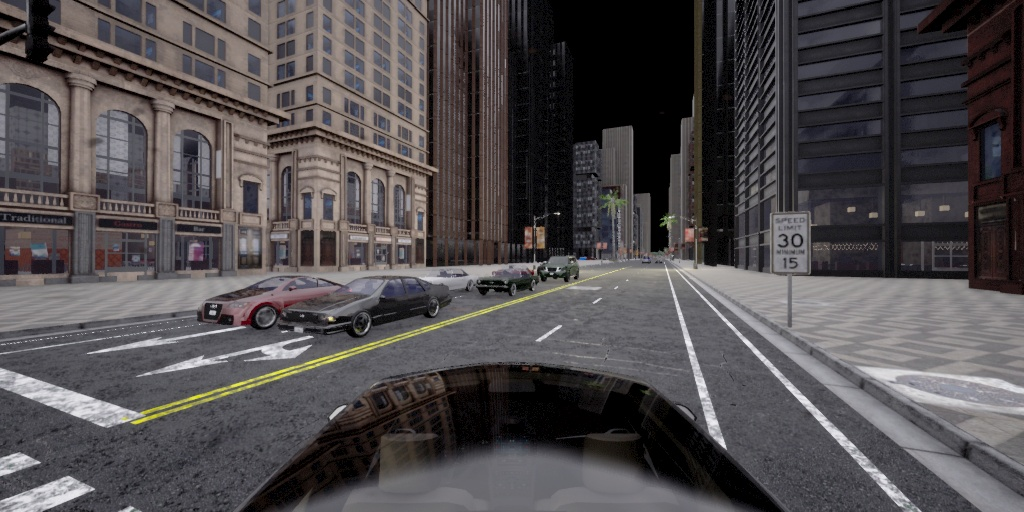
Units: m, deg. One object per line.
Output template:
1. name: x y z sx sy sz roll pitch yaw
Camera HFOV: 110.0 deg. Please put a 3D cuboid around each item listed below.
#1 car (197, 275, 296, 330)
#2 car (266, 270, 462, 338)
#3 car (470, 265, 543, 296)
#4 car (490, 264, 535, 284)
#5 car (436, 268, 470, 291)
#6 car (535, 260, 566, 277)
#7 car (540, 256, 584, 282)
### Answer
1. car: -7.108 1.316 11.279 1.994 1.385 4.181 0 0 23
2. car: -3.849 1.299 10.655 2.033 1.411 5.357 0 0 23
3. car: -0.130 1.358 19.494 1.895 1.301 4.718 0 0 23
4. car: 0.149 1.365 28.538 1.895 1.301 4.718 0 0 23
5. car: -3.715 1.357 19.357 1.895 1.301 4.718 0 0 23
6. car: 4.143 1.251 37.930 1.882 1.535 5.008 0 0 23
7. car: 4.022 0.987 29.352 2.150 2.045 5.566 0 0 23
